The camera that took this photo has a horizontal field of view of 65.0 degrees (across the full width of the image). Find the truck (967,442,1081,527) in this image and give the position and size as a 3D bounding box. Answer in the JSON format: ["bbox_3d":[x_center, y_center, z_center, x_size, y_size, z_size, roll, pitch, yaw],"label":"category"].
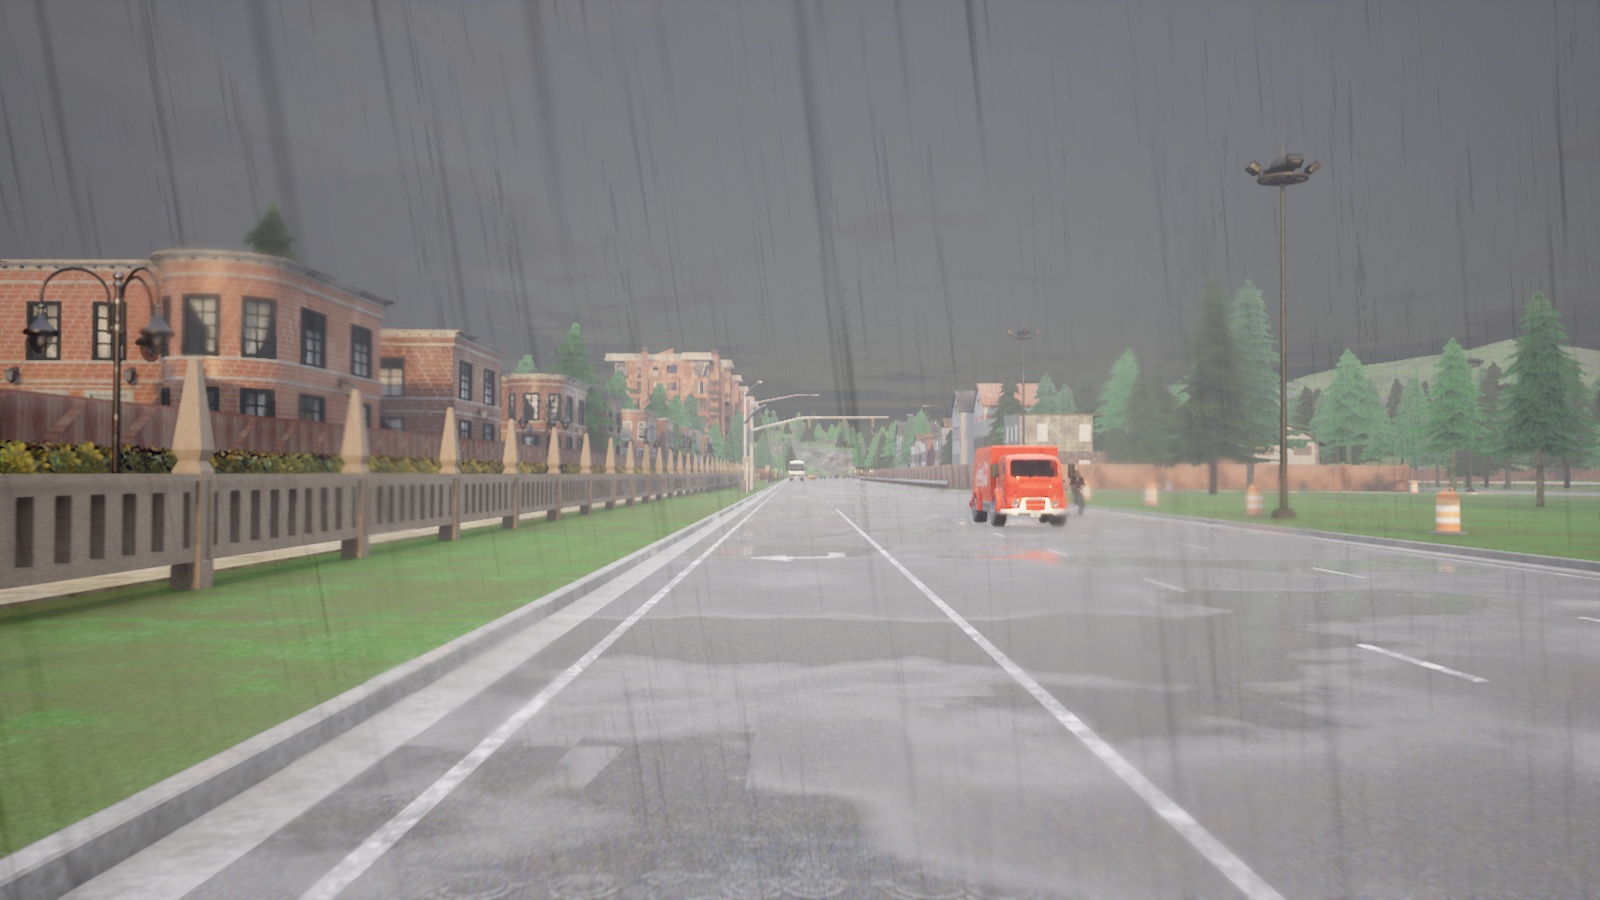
[{"bbox_3d":[6.902,1.064,39.327,2.627,2.467,5.204,0,-1,0],"label":"truck"}]
